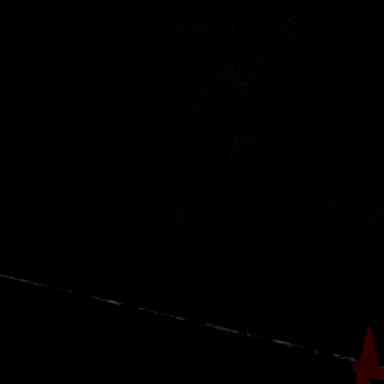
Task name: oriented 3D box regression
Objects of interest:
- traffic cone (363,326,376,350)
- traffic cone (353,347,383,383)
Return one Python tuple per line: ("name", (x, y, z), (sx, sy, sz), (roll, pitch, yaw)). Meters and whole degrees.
("traffic cone", (2.344, 2.081, 4.402), (0.340, 0.580, 0.340), (0, -1, 32))
("traffic cone", (1.819, 2.057, 3.551), (0.340, 0.580, 0.340), (0, -1, 32))
